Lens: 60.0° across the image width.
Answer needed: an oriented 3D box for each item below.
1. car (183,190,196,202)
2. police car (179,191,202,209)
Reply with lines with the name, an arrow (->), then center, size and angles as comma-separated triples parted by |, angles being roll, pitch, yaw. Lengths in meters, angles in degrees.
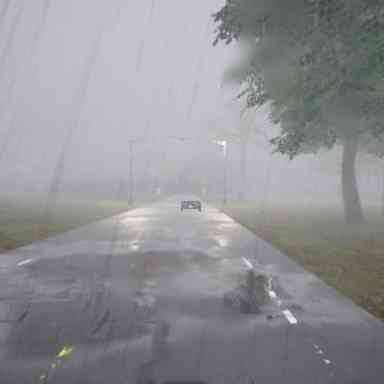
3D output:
car -> -0.471, 0.639, 59.701 | 2.150, 2.045, 5.566 | 0, 0, -1
police car -> -0.122, 0.939, 29.685 | 1.930, 1.638, 5.238 | 0, 0, 0
